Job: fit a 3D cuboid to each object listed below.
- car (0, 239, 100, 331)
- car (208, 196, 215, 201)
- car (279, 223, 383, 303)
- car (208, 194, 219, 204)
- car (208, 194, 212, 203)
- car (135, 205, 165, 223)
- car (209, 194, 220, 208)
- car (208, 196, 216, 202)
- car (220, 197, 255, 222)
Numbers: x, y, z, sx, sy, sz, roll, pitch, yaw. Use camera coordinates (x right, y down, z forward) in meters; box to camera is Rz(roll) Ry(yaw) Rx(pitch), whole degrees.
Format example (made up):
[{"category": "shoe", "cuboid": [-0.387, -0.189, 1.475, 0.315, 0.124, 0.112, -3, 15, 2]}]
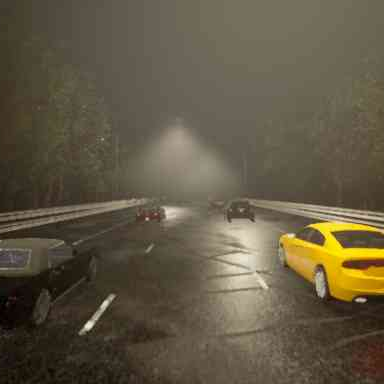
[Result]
[{"category": "car", "cuboid": [-3.391, 1.626, 6.915, 1.895, 1.301, 4.718, 0, 0, 0]}, {"category": "car", "cuboid": [5.483, 1.793, 93.823, 2.128, 1.511, 4.902, 0, 0, 2]}, {"category": "car", "cuboid": [3.615, 1.508, 8.342, 1.882, 1.535, 5.008, 0, 0, 0]}, {"category": "car", "cuboid": [4.652, 1.460, 71.959, 2.150, 2.045, 5.566, 0, 0, 2]}, {"category": "car", "cuboid": [4.319, 1.683, 60.978, 1.882, 1.535, 5.008, 0, 0, 2]}, {"category": "car", "cuboid": [-3.251, 1.695, 26.674, 1.895, 1.301, 4.718, 0, 0, 1]}, {"category": "car", "cuboid": [4.044, 1.602, 50.027, 2.033, 1.649, 4.856, 0, 0, 1]}, {"category": "car", "cuboid": [5.039, 1.774, 82.876, 1.837, 1.490, 4.892, 0, 0, 2]}, {"category": "car", "cuboid": [3.758, 1.448, 27.271, 2.097, 1.767, 4.553, 0, 0, 1]}]
